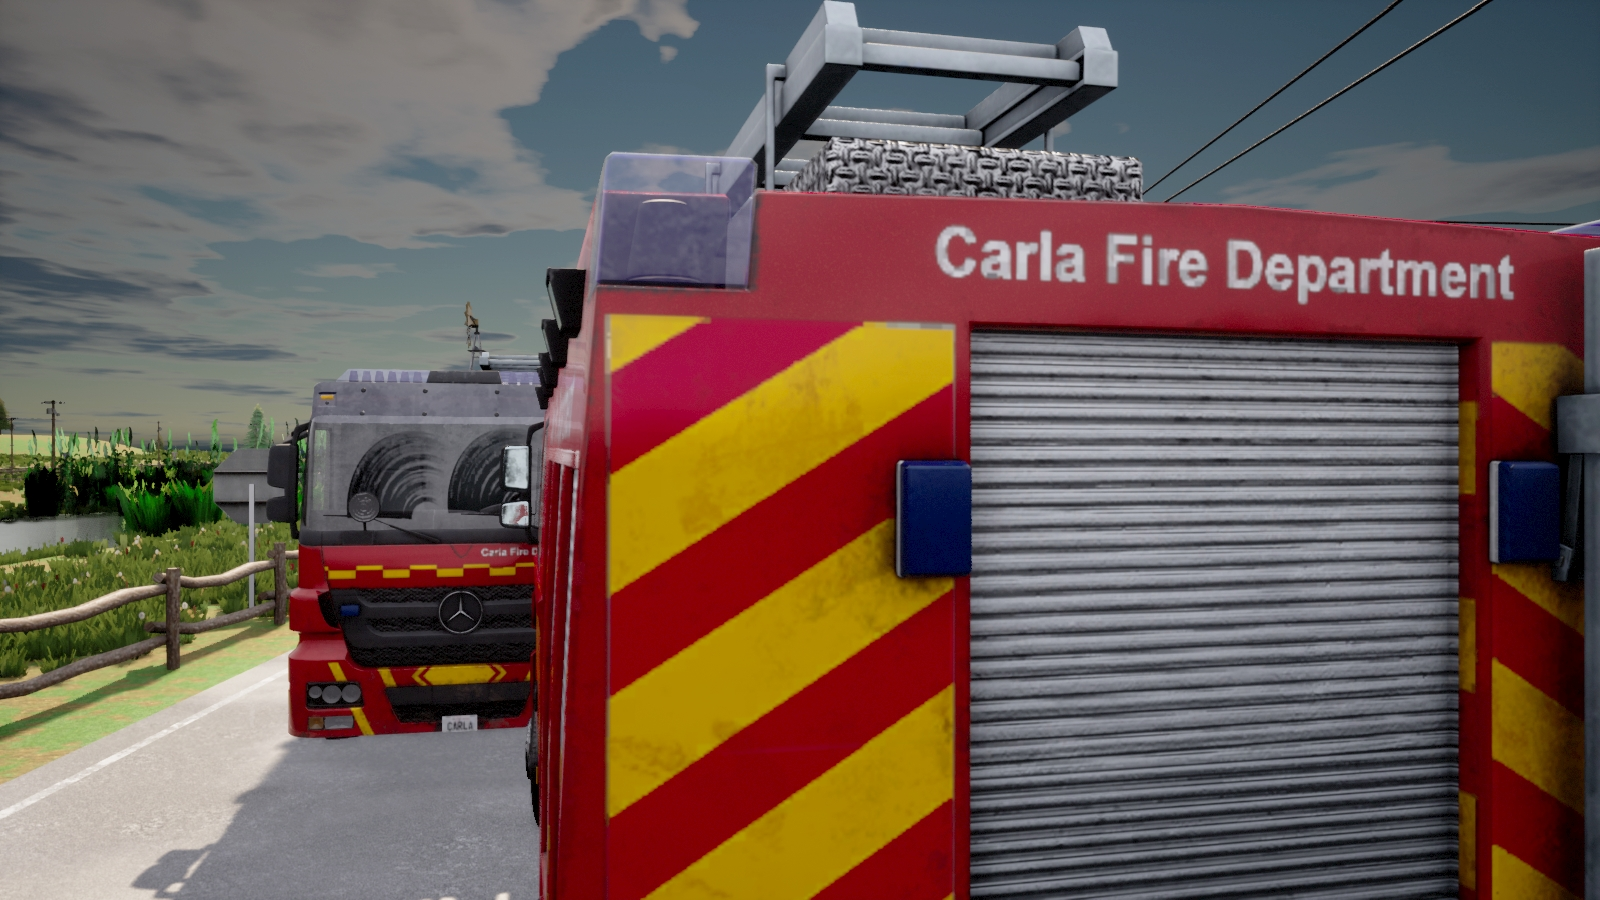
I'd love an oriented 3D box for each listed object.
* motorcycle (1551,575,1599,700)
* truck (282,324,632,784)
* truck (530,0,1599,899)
[{"bbox_3d":[9.815,2.142,13.181,1.805,1.316,0.856,0,0,-7],"label":"motorcycle"},{"bbox_3d":[-3.884,0.862,13.971,2.891,3.827,8.468,0,0,-13],"label":"truck"},{"bbox_3d":[-0.126,0.866,6.874,2.891,3.827,8.468,0,0,-13],"label":"truck"}]
